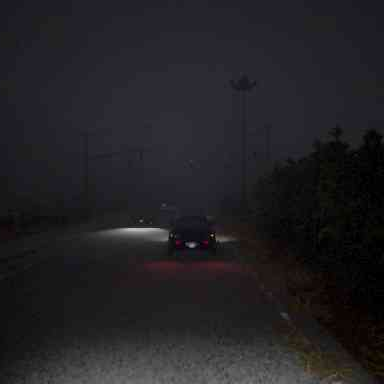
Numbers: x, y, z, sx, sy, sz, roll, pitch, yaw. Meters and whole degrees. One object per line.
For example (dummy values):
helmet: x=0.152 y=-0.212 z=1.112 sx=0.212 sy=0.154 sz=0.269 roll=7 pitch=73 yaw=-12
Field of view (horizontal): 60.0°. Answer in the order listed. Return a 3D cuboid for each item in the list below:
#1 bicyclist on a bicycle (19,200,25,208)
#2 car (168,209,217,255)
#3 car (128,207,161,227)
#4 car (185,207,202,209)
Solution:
bicyclist on a bicycle: x=-22.635 y=1.912 z=44.283 sx=0.582 sy=1.620 sz=1.656 roll=0 pitch=-1 yaw=3
car: x=0.017 y=1.680 z=13.874 sx=1.812 sy=1.442 sz=4.674 roll=0 pitch=0 yaw=0
car: x=-3.451 y=1.841 z=24.959 sx=1.994 sy=1.385 sz=4.181 roll=0 pitch=-1 yaw=1
car: x=0.153 y=1.913 z=28.186 sx=1.895 sy=1.301 sz=4.718 roll=0 pitch=-1 yaw=2
